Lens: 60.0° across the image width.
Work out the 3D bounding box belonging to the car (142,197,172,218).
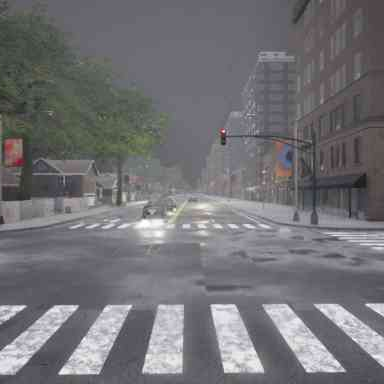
[{"bbox_3d":[-3.297,1.504,30.093,2.128,1.511,4.902,0,0,0],"label":"car"}]

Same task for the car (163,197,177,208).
[{"bbox_3d":[-3.256,1.554,49.785,1.812,1.442,4.674,0,0,0],"label":"car"}]

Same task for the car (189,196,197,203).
[{"bbox_3d":[0.209,1.546,70.222,2.128,1.511,4.902,0,0,0],"label":"car"}]

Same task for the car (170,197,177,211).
[{"bbox_3d":[-3.278,1.372,39.828,2.097,1.767,4.553,0,0,0],"label":"car"}]
